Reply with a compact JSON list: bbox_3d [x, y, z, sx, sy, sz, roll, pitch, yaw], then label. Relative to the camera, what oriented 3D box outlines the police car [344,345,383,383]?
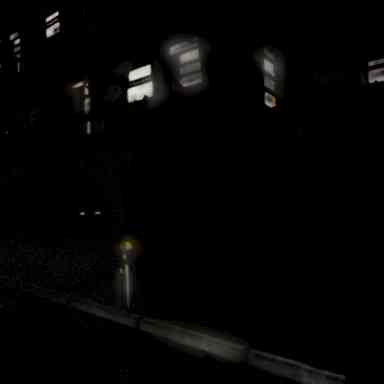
[{"bbox_3d":[3.133,1.415,0.965,5.238,1.638,1.930,-1,-1,36],"label":"police car"}]
